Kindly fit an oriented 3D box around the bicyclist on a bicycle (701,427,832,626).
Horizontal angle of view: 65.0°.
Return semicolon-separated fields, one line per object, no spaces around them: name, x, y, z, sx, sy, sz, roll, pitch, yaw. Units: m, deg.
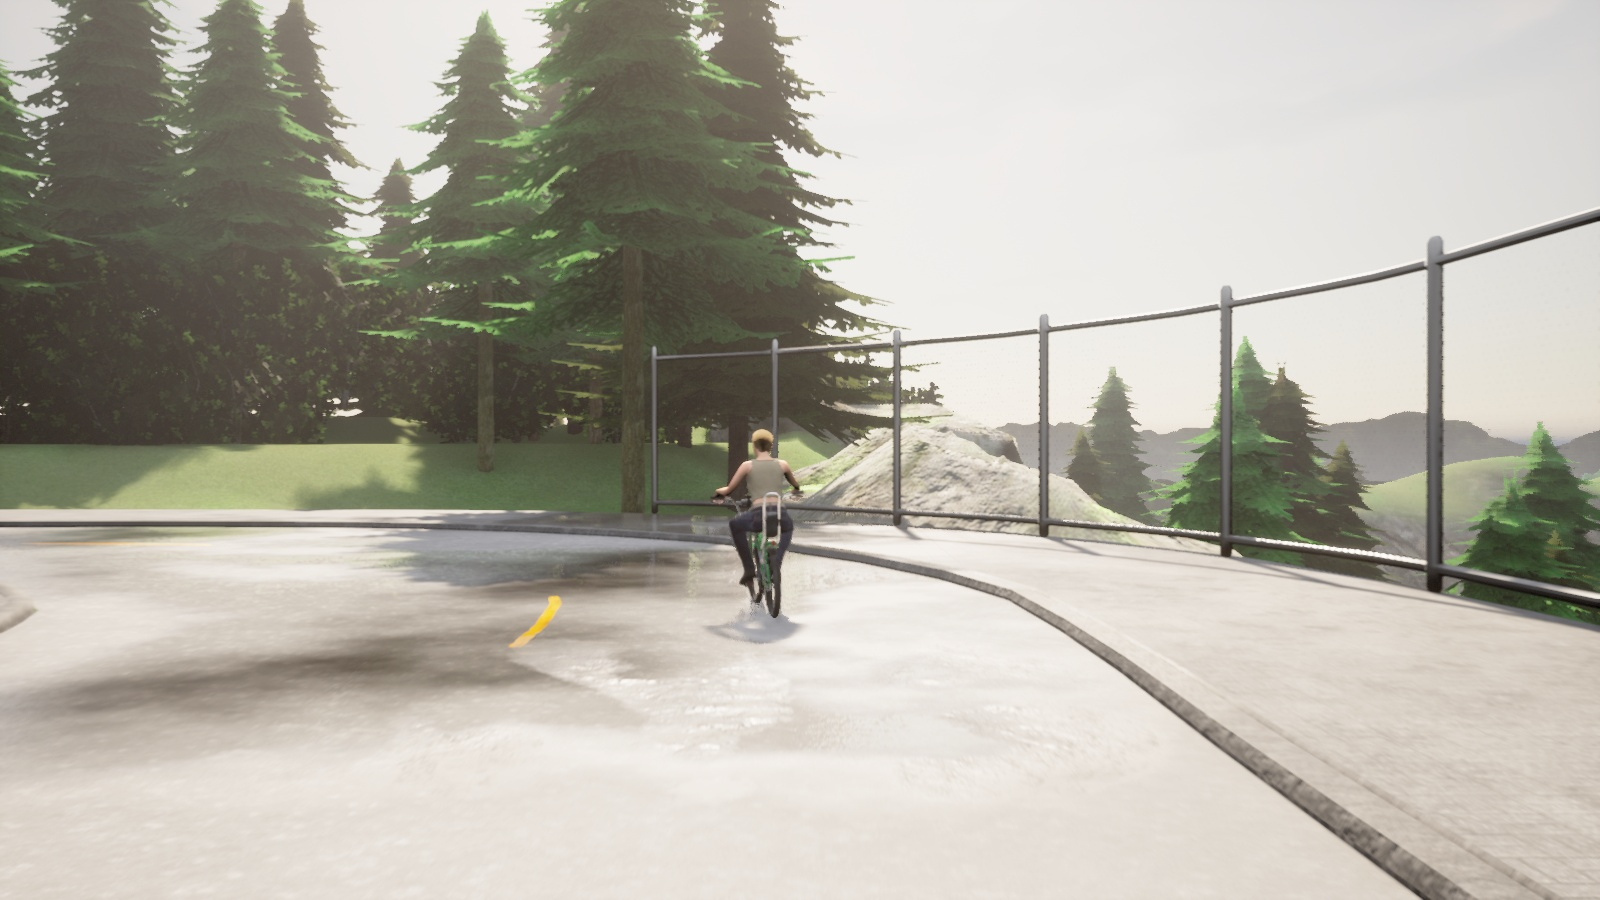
bicyclist on a bicycle;-0.332;0.622;11.098;0.866;1.612;1.509;-1;1;-12
